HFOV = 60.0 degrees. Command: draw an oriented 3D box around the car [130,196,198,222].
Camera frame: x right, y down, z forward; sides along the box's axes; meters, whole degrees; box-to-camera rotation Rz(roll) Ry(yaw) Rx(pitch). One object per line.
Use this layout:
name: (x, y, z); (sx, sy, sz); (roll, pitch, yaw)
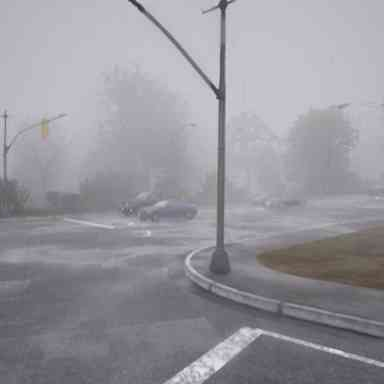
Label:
car: (-1.696, 1.252, 23.565); (4.674, 1.442, 1.812); (-1, 1, -39)

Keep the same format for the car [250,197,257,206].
car: (8.368, 0.774, 35.806); (4.892, 1.490, 1.837); (-3, 2, -34)

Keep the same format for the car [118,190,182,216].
car: (-3.168, 0.881, 26.939); (5.566, 2.045, 2.150); (-1, 1, -41)

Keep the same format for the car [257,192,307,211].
car: (8.974, 0.875, 31.975); (4.902, 1.511, 2.128); (-3, 2, -35)

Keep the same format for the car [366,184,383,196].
car: (26.377, -0.290, 46.003); (5.008, 1.535, 1.882); (-3, 2, -24)
